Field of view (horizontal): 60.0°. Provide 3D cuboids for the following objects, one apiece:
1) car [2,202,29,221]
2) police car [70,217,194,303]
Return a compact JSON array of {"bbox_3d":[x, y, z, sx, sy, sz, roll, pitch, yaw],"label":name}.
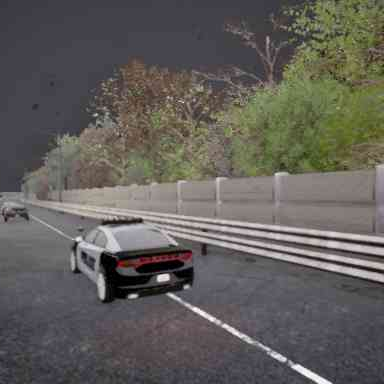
[{"bbox_3d":[-16.197,1.841,30.694,1.837,1.490,4.892,0,-1,-30],"label":"car"},{"bbox_3d":[-1.873,1.494,8.708,1.930,1.638,5.238,0,0,-31],"label":"police car"}]
